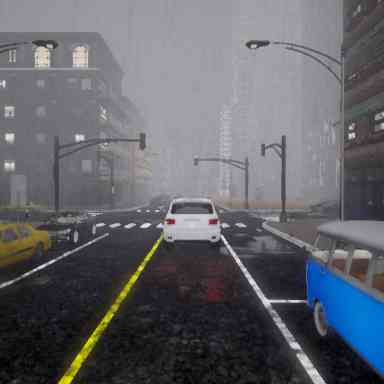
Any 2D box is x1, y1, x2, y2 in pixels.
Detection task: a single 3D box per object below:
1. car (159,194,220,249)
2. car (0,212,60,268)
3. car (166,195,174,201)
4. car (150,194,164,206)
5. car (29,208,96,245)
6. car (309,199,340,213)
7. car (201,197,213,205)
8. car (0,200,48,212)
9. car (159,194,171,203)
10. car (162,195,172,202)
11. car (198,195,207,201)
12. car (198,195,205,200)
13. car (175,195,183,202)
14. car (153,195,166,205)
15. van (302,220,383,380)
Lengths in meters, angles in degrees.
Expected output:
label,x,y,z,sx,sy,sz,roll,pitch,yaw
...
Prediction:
label,x,y,z,sx,sy,sz,roll,pitch,yaw
car,0.001,1.253,14.681,2.150,2.045,5.566,0,0,0
car,-5.701,1.521,9.499,1.752,1.417,4.829,-1,0,0
car,-5.701,1.589,87.293,1.802,1.307,4.206,-1,0,0
car,-5.701,1.540,53.399,1.887,1.381,4.507,-1,0,0
car,-5.701,1.545,15.333,2.008,1.369,4.403,-1,0,0
car,14.674,1.464,35.358,4.313,1.339,1.947,0,1,0
car,2.646,1.541,59.105,1.887,1.381,4.507,-1,0,0
car,-17.884,1.495,35.304,4.829,1.417,1.752,0,1,0
car,-5.704,1.315,70.347,2.192,1.841,5.009,-1,0,0
car,-5.703,1.443,75.994,1.967,1.590,4.097,-1,0,0
car,2.646,1.556,81.701,2.008,1.369,4.403,-1,0,0
car,2.646,1.554,92.999,1.887,1.381,4.507,-1,0,0
car,-3.000,1.434,78.182,1.837,1.490,4.892,0,0,0
car,-5.703,1.437,59.048,1.967,1.590,4.097,-1,0,0
van,2.676,1.338,3.969,1.690,1.788,3.998,-1,0,0
